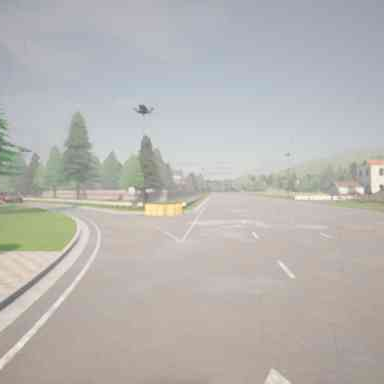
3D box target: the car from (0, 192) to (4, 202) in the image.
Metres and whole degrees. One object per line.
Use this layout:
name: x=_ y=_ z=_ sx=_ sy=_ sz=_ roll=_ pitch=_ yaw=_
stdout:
car: x=-41.532 y=1.123 z=71.215 sx=5.566 sy=2.045 sz=2.150 roll=0 pitch=0 yaw=44

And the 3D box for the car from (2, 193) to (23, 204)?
car: x=-34.101 y=1.482 z=63.959 sx=4.902 sy=1.511 sz=2.128 roll=0 pitch=0 yaw=44
